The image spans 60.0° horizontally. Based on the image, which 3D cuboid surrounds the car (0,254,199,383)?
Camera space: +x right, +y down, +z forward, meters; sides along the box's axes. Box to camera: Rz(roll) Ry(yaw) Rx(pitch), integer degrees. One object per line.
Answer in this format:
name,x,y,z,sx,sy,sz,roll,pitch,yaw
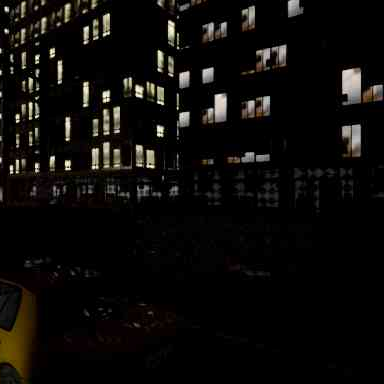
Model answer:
car,-2.208,1.525,4.445,4.829,1.417,1.752,0,0,36
